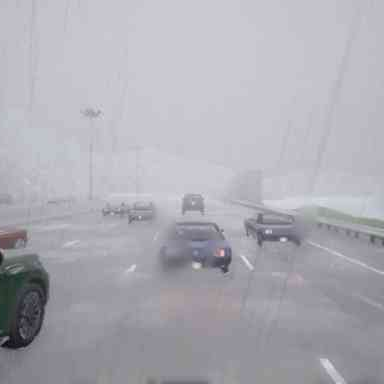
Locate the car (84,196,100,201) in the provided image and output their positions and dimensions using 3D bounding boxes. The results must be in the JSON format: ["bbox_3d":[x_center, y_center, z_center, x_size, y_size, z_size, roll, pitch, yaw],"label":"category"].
[{"bbox_3d":[-17.524,1.439,58.401,2.128,1.511,4.902,0,0,1],"label":"car"}]

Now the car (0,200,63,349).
[{"bbox_3d":[-3.400,1.219,3.098,2.150,2.045,5.566,0,0,0],"label":"car"}]

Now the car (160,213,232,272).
[{"bbox_3d":[0.103,1.591,10.716,1.895,1.301,4.718,0,0,0],"label":"car"}]

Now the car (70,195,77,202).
[{"bbox_3d":[-24.471,1.296,65.903,2.097,1.767,4.553,0,0,0],"label":"car"}]

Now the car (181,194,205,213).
[{"bbox_3d":[0.107,1.191,33.985,2.150,2.045,5.566,0,0,0],"label":"car"}]

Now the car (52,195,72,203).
[{"bbox_3d":[-21.053,1.554,52.031,1.895,1.301,4.718,0,0,1],"label":"car"}]

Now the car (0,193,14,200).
[{"bbox_3d":[-28.057,1.175,48.051,2.150,2.045,5.566,0,0,1],"label":"car"}]

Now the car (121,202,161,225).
[{"bbox_3d":[-3.395,1.470,24.173,2.128,1.511,4.902,0,0,0],"label":"car"}]

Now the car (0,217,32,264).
[{"bbox_3d":[-6.892,1.592,10.021,1.895,1.301,4.718,0,0,0],"label":"car"}]

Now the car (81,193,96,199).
[{"bbox_3d":[-27.497,1.074,88.652,2.033,1.411,5.357,0,0,1],"label":"car"}]

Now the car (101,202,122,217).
[{"bbox_3d":[-6.893,1.573,30.948,1.895,1.301,4.718,0,0,0],"label":"car"}]

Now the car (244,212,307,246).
[{"bbox_3d":[3.603,1.587,15.294,1.895,1.301,4.718,0,0,0],"label":"car"}]
